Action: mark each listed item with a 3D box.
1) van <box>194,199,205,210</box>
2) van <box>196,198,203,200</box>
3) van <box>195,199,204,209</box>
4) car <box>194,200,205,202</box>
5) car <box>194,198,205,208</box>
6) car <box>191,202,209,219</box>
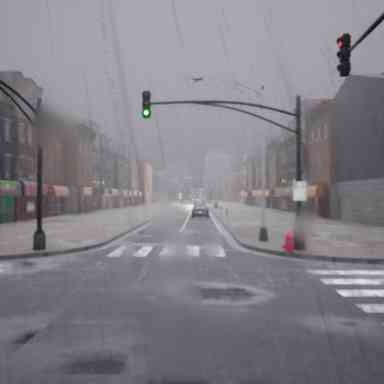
[{"bbox_3d":[1.281,2.061,56.550,1.690,1.788,3.998,-1,-1,1],"label":"van"},{"bbox_3d":[1.170,1.987,50.946,1.690,1.788,3.998,-1,-1,1],"label":"van"},{"bbox_3d":[1.393,2.136,62.153,1.690,1.788,3.998,-1,-1,1],"label":"van"},{"bbox_3d":[0.951,2.029,39.905,1.752,1.417,4.829,0,-1,1],"label":"car"},{"bbox_3d":[1.505,2.185,67.758,2.192,1.841,5.009,-1,-1,1],"label":"car"},{"bbox_3d":[0.837,1.997,34.131,1.947,1.339,4.313,0,-1,1],"label":"car"}]
